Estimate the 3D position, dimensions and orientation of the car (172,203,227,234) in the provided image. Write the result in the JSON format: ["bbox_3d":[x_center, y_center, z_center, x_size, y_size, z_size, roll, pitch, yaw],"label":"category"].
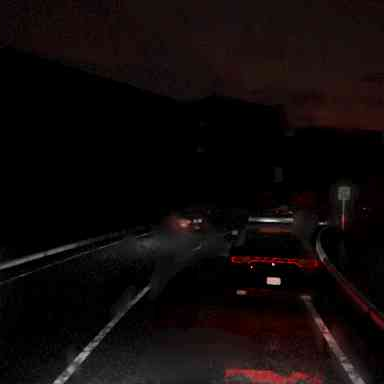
[{"bbox_3d":[0.540,1.395,18.719,2.128,1.511,4.902,2,1,23],"label":"car"}]

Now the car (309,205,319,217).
[{"bbox_3d":[7.371,1.588,22.626,1.837,1.490,4.892,3,1,30],"label":"car"}]

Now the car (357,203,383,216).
[{"bbox_3d":[21.839,2.013,39.416,5.357,1.411,2.033,2,3,-33],"label":"car"}]

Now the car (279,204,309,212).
[{"bbox_3d":[4.914,1.495,17.710,1.801,1.575,5.366,2,0,23],"label":"car"}]

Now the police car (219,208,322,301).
[{"bbox_3d":[2.022,1.431,8.617,1.930,1.638,5.238,1,0,12],"label":"police car"}]
